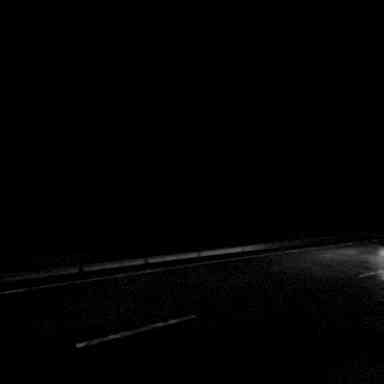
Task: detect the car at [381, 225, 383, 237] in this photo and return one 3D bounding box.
[{"bbox_3d":[10.306,1.584,14.291,4.718,1.301,1.895,0,0,-29],"label":"car"}]
